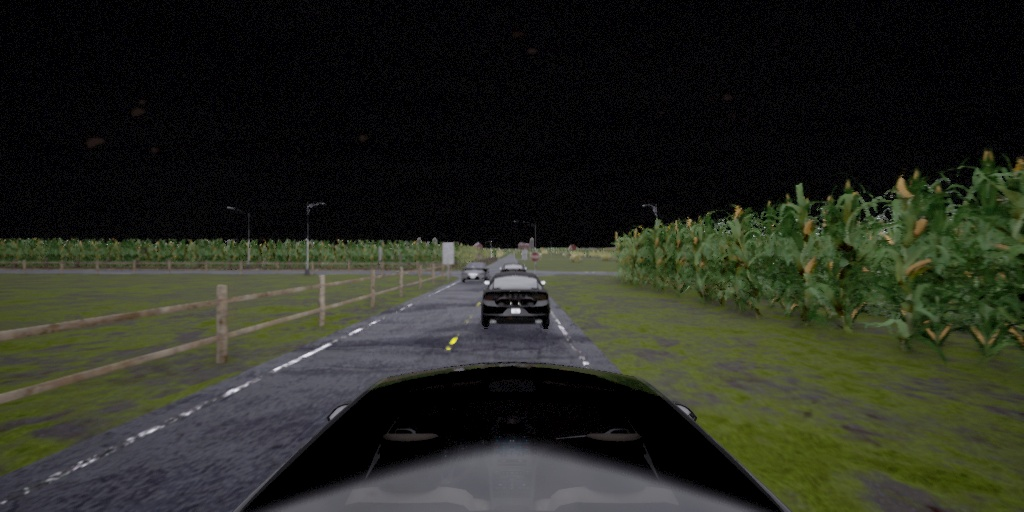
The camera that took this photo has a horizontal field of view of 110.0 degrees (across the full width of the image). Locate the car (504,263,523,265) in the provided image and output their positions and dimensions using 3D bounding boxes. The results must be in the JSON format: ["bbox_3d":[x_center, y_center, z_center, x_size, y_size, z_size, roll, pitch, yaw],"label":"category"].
[{"bbox_3d":[0.096,1.216,25.834,1.882,1.535,5.008,0,0,0],"label":"car"}]

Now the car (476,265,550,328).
[{"bbox_3d":[0.099,1.226,11.497,1.882,1.535,5.008,0,0,0],"label":"car"}]

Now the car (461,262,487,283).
[{"bbox_3d":[-2.765,1.228,27.884,2.128,1.511,4.902,0,0,0],"label":"car"}]
